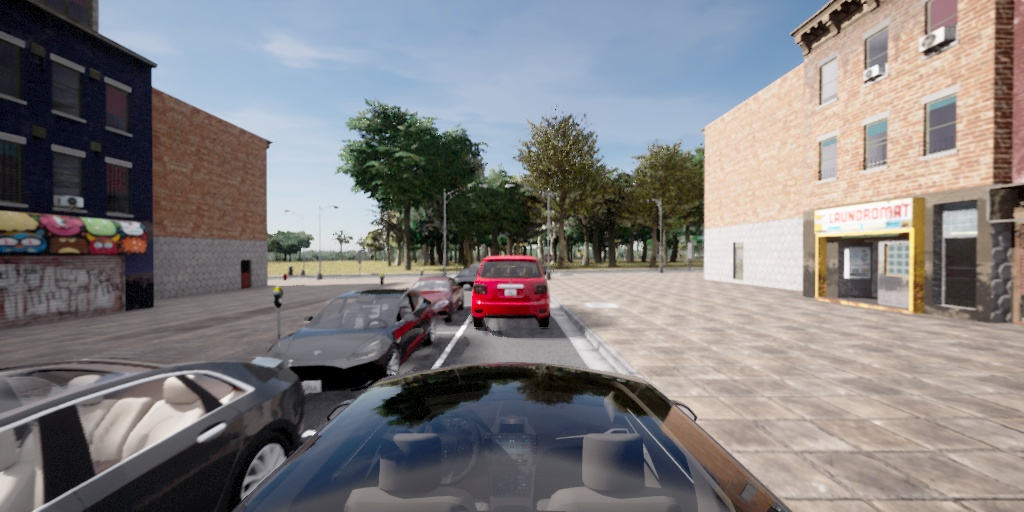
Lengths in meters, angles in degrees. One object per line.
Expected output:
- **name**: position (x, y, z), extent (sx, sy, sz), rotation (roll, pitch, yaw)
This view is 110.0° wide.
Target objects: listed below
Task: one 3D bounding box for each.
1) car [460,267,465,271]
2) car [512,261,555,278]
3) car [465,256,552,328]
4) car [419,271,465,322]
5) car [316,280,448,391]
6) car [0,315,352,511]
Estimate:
- **car**: position (-2.633, 1.386, 23.146), extent (1.948, 1.339, 4.313), rotation (0, 0, 0)
- **car**: position (2.308, 1.329, 36.561), extent (2.128, 1.511, 4.902), rotation (-1, 0, 34)
- **car**: position (-0.019, 1.006, 11.691), extent (2.150, 2.045, 5.566), rotation (0, 0, 0)
- **car**: position (-2.635, 1.366, 12.276), extent (1.802, 1.307, 4.207), rotation (0, 0, 0)
- **car**: position (-2.637, 1.332, 6.841), extent (1.948, 1.339, 4.313), rotation (0, 0, 0)
- **car**: position (-2.638, 1.299, 1.407), extent (2.007, 1.370, 4.403), rotation (0, 0, 0)
